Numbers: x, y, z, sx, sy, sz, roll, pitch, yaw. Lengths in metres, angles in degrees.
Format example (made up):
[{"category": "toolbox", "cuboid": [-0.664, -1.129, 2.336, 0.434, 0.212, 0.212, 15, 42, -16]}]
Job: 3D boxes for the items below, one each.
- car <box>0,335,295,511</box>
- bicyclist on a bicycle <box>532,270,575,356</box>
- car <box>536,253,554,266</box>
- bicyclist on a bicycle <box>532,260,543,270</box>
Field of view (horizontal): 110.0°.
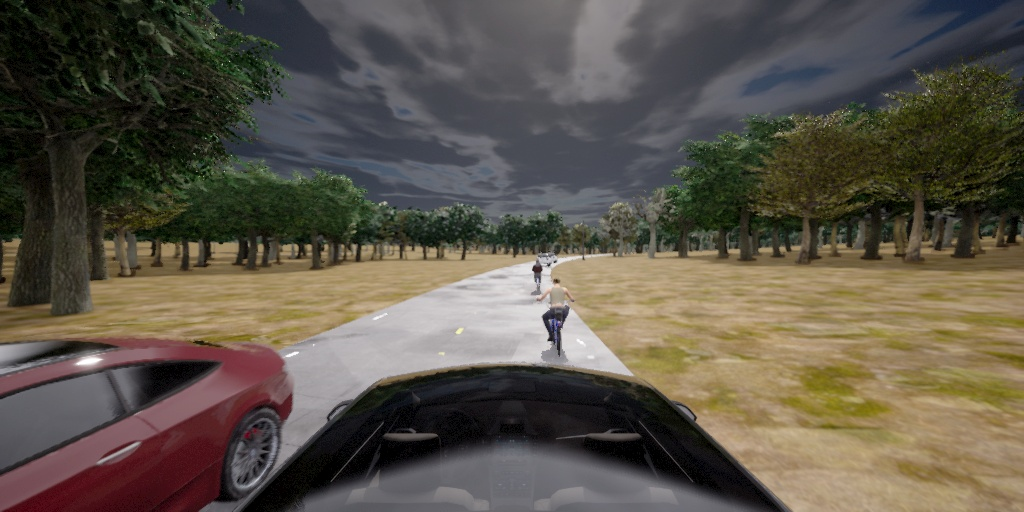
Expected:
[{"category": "car", "cuboid": [-3.061, 1.275, 1.738, 1.812, 1.442, 4.674, 0, 0, 0]}, {"category": "bicyclist on a bicycle", "cuboid": [0.936, 1.183, 7.627, 0.866, 1.612, 1.509, 0, 0, 1]}, {"category": "car", "cuboid": [5.267, 0.643, 59.448, 2.150, 2.045, 5.566, 0, 1, 10]}, {"category": "bicyclist on a bicycle", "cuboid": [1.410, 1.081, 19.832, 0.659, 1.776, 1.843, 0, 1, 3]}]
